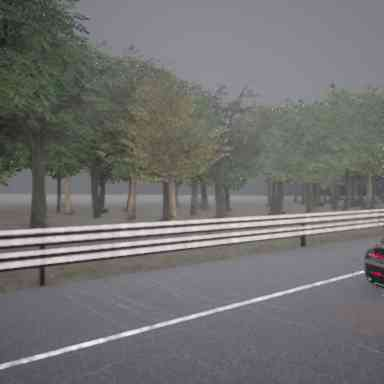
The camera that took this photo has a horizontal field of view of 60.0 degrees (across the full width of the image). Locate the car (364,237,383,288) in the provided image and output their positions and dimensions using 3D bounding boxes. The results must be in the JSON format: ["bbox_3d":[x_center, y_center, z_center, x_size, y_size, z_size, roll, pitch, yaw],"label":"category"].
[{"bbox_3d":[6.100,1.526,8.078,4.892,1.490,1.837,0,0,-35],"label":"car"}]
